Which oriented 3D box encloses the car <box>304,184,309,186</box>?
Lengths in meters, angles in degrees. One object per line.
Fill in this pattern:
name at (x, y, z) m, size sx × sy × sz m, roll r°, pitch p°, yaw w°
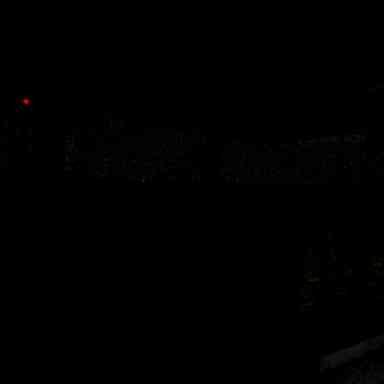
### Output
car at (21.163, -0.404, 59.834) m, size 1.905 × 1.878 × 3.866 m, roll 1°, pitch 2°, yaw -10°
